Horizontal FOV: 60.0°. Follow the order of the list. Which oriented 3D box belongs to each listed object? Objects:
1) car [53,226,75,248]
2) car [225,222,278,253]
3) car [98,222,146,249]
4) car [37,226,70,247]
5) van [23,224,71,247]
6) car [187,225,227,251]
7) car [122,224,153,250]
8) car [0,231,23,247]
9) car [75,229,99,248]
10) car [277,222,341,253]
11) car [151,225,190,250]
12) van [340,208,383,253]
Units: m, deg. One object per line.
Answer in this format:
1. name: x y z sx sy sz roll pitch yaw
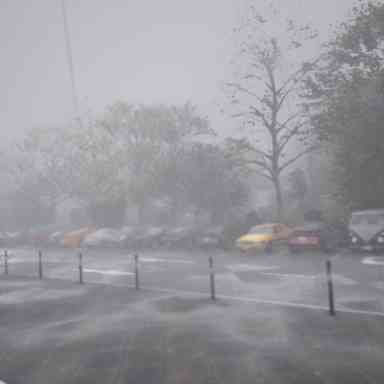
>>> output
1. car: -9.094 3.947 29.197 2.097 1.535 5.008 -6 -3 35
2. car: 4.322 2.541 19.434 1.946 1.575 5.366 -6 -3 35
3. car: -4.574 3.353 26.027 2.185 1.767 4.553 -6 -3 35
4. car: -11.345 4.222 30.800 2.002 1.452 4.674 -6 -3 35
5. van: -13.548 4.192 32.513 1.878 1.987 4.442 -6 -3 35
6. car: 2.196 2.807 21.210 2.163 1.488 4.792 -6 -3 35
7. car: -2.326 3.244 24.397 2.097 1.535 5.008 -6 -3 35
8. car: -18.121 4.917 35.587 2.163 1.488 4.792 -6 -3 35
9. car: -6.836 3.753 27.594 2.002 1.452 4.674 -6 -3 35
10. car: 6.705 2.340 18.004 2.163 1.488 4.792 -6 -3 35
11. car: -0.079 3.012 22.785 2.231 1.521 4.892 -6 -3 35
12. van: 8.854 1.853 16.295 1.878 1.987 4.442 -6 -3 35
